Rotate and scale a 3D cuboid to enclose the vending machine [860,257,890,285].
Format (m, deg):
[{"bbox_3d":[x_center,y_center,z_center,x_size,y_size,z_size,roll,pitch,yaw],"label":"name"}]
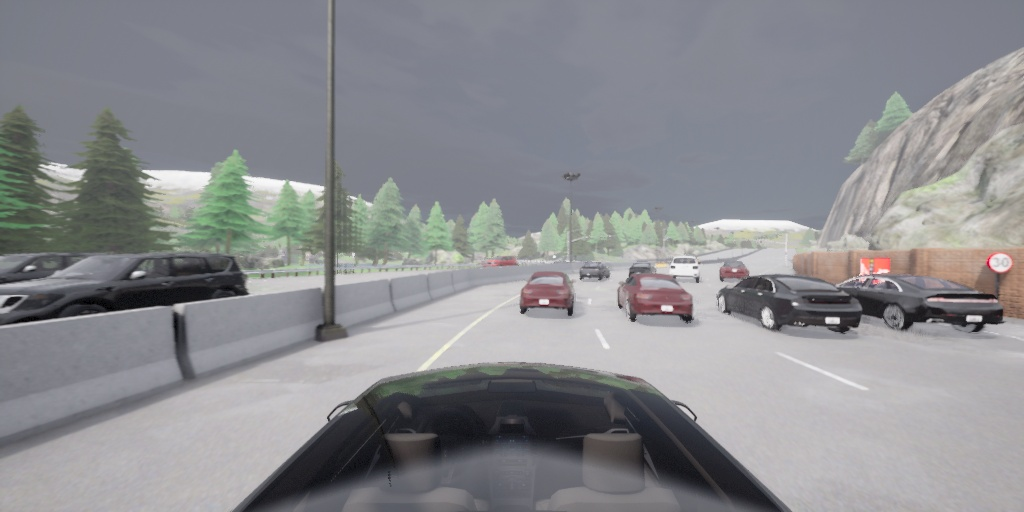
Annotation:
[{"bbox_3d":[18.303,1.053,18.032,1.100,2.100,0.880,0,0,19],"label":"vending machine"}]

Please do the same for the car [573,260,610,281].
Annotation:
[{"bbox_3d":[7.186,1.286,30.885,2.128,1.511,4.902,0,0,26],"label":"car"}]

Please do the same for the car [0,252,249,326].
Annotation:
[{"bbox_3d":[-9.946,0.915,9.514,2.150,2.045,5.566,0,0,6],"label":"car"}]

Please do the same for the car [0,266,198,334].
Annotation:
[{"bbox_3d":[-13.233,1.152,11.287,1.882,1.535,5.008,0,0,8],"label":"car"}]

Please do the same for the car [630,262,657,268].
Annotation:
[{"bbox_3d":[11.887,1.300,32.412,1.882,1.535,5.008,0,0,28],"label":"car"}]

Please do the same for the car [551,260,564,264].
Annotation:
[{"bbox_3d":[7.640,1.365,57.183,1.994,1.385,4.181,0,0,38],"label":"car"}]

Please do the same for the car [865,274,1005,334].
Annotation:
[{"bbox_3d":[11.613,1.310,11.079,2.128,1.511,4.902,0,0,10],"label":"car"}]

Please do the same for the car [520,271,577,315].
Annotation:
[{"bbox_3d":[1.435,1.285,13.596,1.812,1.442,4.674,0,0,10],"label":"car"}]

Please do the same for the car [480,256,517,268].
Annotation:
[{"bbox_3d":[-1.524,0.966,50.843,2.150,2.045,5.566,0,0,35],"label":"car"}]

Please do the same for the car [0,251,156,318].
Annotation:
[{"bbox_3d":[-16.612,0.876,12.623,2.150,2.045,5.566,0,0,9],"label":"car"}]

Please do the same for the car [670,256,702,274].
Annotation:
[{"bbox_3d":[14.674,1.059,30.344,2.150,2.045,5.566,0,0,28],"label":"car"}]

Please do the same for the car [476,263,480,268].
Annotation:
[{"bbox_3d":[-3.426,1.261,54.159,1.812,1.442,4.674,0,0,36],"label":"car"}]

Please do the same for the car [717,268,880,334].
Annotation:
[{"bbox_3d":[8.049,1.302,10.991,1.837,1.490,4.892,0,0,9],"label":"car"}]

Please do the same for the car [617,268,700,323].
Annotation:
[{"bbox_3d":[4.748,1.304,12.319,1.812,1.442,4.674,0,0,10],"label":"car"}]

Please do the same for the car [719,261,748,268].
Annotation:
[{"bbox_3d":[19.000,1.216,30.740,2.097,1.767,4.553,0,0,30],"label":"car"}]
